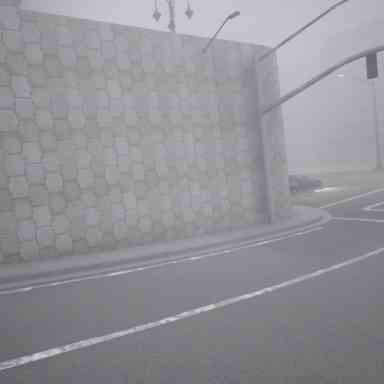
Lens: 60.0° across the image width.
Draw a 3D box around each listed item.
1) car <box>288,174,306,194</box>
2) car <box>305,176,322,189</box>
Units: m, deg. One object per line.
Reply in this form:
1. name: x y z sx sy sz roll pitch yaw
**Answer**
1. car: 6.805 -0.598 28.334 2.097 1.767 4.553 -10 6 -35
2. car: 9.627 -0.901 30.396 1.994 1.385 4.181 -10 6 -34
